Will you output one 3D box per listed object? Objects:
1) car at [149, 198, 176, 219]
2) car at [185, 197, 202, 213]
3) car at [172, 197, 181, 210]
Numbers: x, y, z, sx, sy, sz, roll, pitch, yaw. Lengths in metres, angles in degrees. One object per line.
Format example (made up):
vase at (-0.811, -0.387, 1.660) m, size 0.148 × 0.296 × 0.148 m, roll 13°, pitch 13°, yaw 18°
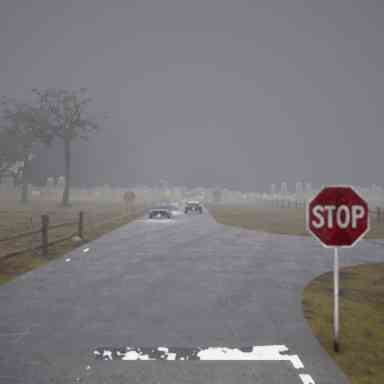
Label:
car at (-2.776, 1.593, 30.379) m, size 2.033 × 1.411 × 5.357 m, roll 0°, pitch 0°, yaw -1°
car at (0.159, 1.596, 38.426) m, size 1.812 × 1.442 × 4.674 m, roll 0°, pitch 0°, yaw 0°
car at (-2.781, 1.691, 43.679) m, size 1.895 × 1.301 × 4.718 m, roll 0°, pitch 0°, yaw 0°
